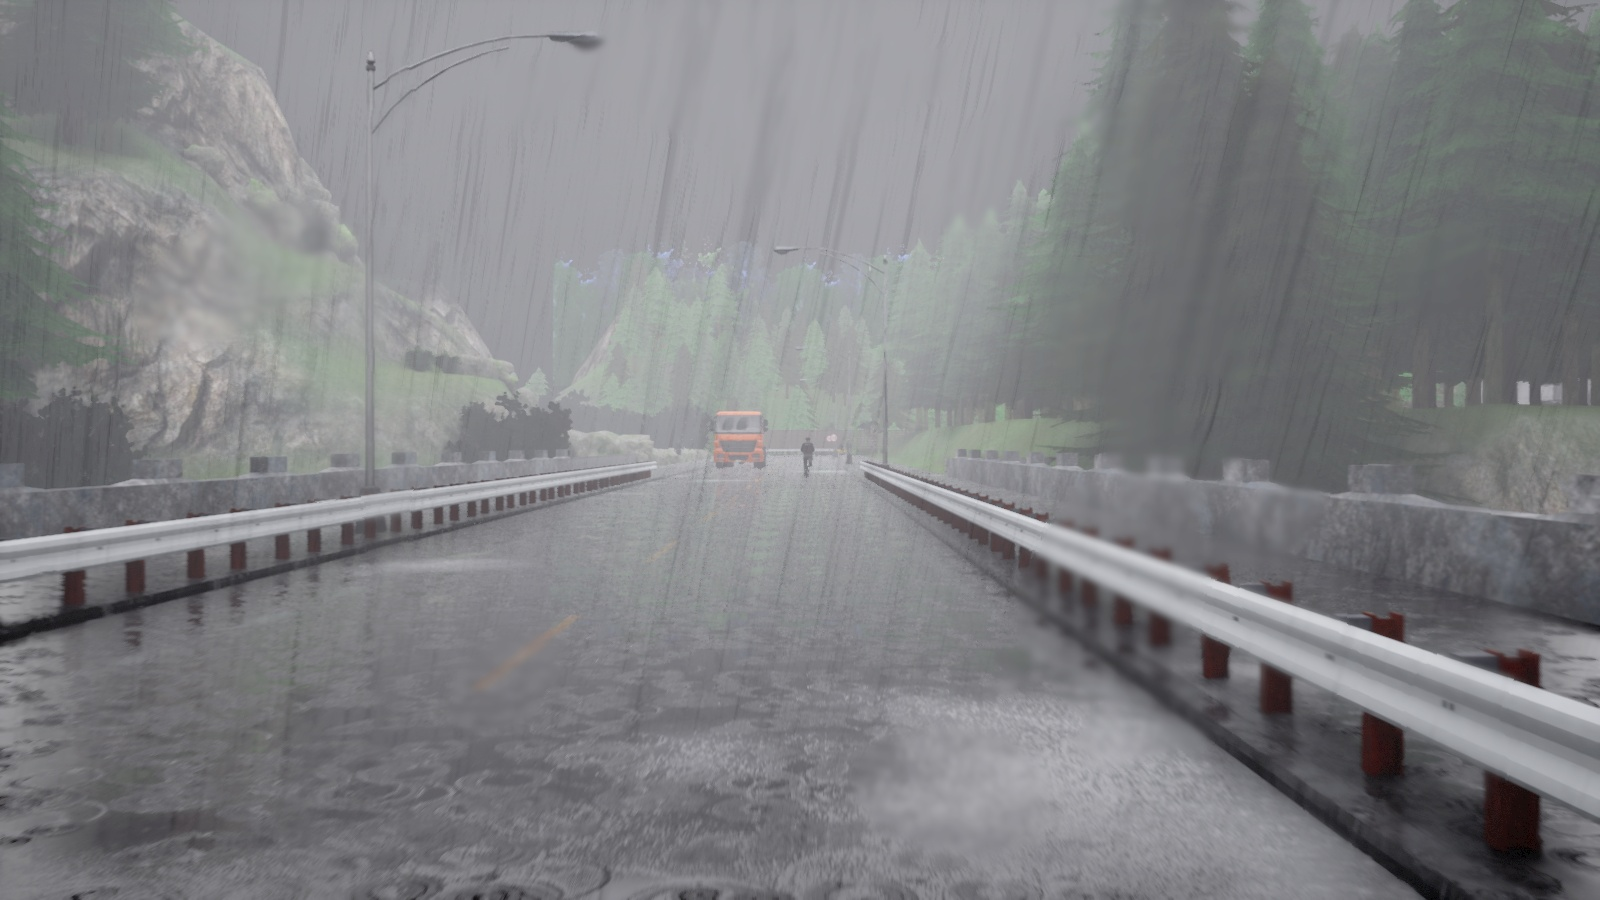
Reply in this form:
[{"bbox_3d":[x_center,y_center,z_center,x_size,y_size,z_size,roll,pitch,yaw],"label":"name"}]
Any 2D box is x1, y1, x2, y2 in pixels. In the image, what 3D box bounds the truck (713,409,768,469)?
[{"bbox_3d":[-3.533,-0.667,76.061,2.891,3.462,7.936,0,0,0],"label":"truck"}]
